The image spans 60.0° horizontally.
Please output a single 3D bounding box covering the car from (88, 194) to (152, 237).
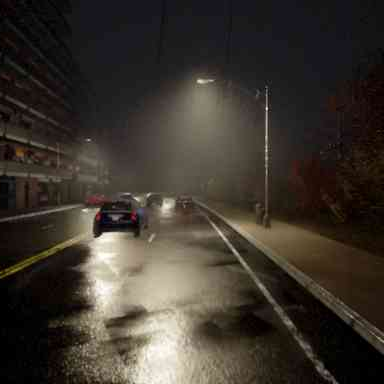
[{"bbox_3d":[-3.404,1.145,16.693,2.097,1.767,4.553,0,1,-1],"label":"car"}]

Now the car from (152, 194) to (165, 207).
[{"bbox_3d":[-4.384,1.007,39.747,1.837,1.490,4.892,0,1,-3],"label":"car"}]

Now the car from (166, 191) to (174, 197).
[{"bbox_3d":[-5.053,0.530,78.832,1.994,1.385,4.181,0,1,-8],"label":"car"}]

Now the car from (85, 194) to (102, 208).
[{"bbox_3d":[-11.019,1.003,38.691,1.882,1.535,5.008,0,1,-3],"label":"car"}]

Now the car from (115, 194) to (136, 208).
[{"bbox_3d":[-7.793,1.040,39.188,1.812,1.442,4.674,0,1,-3],"label":"car"}]

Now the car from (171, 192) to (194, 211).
[{"bbox_3d":[-0.777,1.072,33.239,2.128,1.511,4.902,0,1,-3],"label":"car"}]
